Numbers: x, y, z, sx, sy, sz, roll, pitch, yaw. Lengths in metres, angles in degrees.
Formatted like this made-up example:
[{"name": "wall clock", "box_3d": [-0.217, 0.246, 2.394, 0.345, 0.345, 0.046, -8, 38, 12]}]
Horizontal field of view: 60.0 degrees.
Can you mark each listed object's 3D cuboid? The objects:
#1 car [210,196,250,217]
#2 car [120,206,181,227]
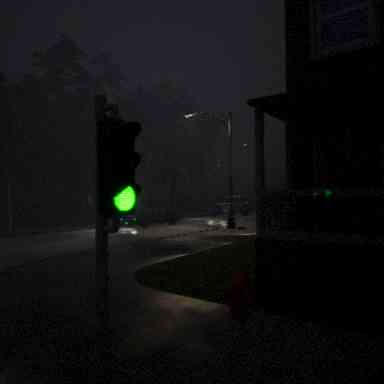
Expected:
[{"name": "car", "box_3d": [4.081, 1.454, 35.069, 2.150, 2.045, 5.566, -1, 0, 36]}, {"name": "car", "box_3d": [-3.002, 1.783, 25.229, 2.033, 1.411, 5.357, -1, -1, 36]}]
